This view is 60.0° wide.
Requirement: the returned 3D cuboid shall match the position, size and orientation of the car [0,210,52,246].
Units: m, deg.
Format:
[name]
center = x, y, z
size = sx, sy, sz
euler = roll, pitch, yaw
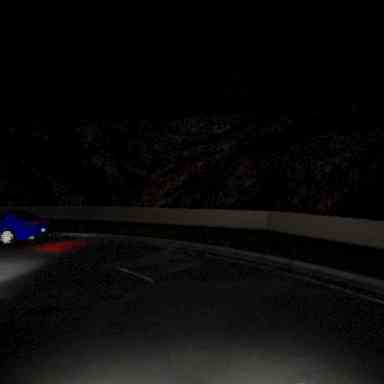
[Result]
[car]
center = -9.190, 1.601, 15.870
size = 5.008, 1.535, 1.882
euler = 0, -1, 16
